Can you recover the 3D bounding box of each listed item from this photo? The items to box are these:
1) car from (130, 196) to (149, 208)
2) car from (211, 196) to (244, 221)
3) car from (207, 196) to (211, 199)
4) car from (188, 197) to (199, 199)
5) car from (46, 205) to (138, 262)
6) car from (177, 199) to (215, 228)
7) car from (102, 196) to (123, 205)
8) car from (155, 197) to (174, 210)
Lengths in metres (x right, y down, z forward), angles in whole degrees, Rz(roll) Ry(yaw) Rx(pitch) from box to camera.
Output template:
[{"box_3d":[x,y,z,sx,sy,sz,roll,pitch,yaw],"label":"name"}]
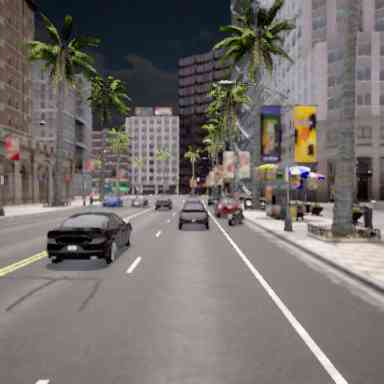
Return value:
[{"box_3d":[-6.955,1.333,44.534,2.128,1.511,4.902,0,0,1],"label":"car"},{"box_3d":[3.096,1.250,29.370,2.185,1.767,4.553,0,0,0],"label":"car"},{"box_3d":[3.402,1.332,51.299,2.161,1.482,4.786,0,0,0],"label":"car"},{"box_3d":[0.179,1.366,39.376,1.837,1.490,4.892,0,0,1],"label":"car"},{"box_3d":[-3.401,1.435,11.923,1.882,1.535,5.008,0,0,0],"label":"car"},{"box_3d":[0.099,1.417,21.336,2.128,1.511,4.902,0,0,0],"label":"car"},{"box_3d":[-10.460,1.322,43.957,1.882,1.535,5.008,0,0,1],"label":"car"},{"box_3d":[-3.313,1.362,40.163,1.837,1.490,4.892,0,0,1],"label":"car"}]
